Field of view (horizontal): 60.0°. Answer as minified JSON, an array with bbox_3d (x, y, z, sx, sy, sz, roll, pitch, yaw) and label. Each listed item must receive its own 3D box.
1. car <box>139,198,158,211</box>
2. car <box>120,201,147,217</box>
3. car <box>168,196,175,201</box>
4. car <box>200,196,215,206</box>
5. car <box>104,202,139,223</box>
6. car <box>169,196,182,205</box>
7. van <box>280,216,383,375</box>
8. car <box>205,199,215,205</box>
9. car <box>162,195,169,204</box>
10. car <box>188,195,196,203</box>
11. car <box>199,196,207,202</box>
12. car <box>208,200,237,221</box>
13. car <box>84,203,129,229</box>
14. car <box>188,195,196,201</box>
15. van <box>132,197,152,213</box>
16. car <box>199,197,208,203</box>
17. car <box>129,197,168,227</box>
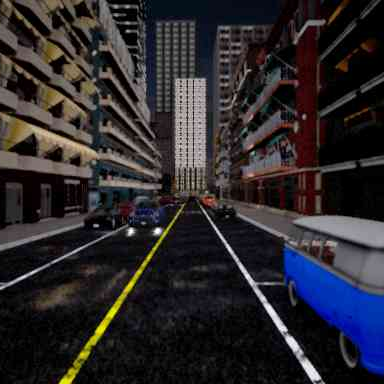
[{"bbox_3d":[-5.691,1.573,44.047,1.967,1.590,4.097,-1,0,0],"label":"car"},{"bbox_3d":[-5.692,1.643,33.000,1.887,1.381,4.507,-1,0,0],"label":"car"},{"bbox_3d":[-5.680,1.883,93.757,1.802,1.307,4.206,-1,0,0],"label":"car"},{"bbox_3d":[3.011,1.531,58.376,2.097,1.767,4.553,0,0,0],"label":"car"},{"bbox_3d":[-5.693,1.626,27.476,1.887,1.381,4.507,-1,0,0],"label":"car"},{"bbox_3d":[-3.001,1.725,65.108,1.812,1.442,4.674,0,0,0],"label":"car"},{"bbox_3d":[2.681,1.357,5.369,1.690,1.788,3.998,-1,0,0],"label":"van"},{"bbox_3d":[2.689,1.649,32.984,2.008,1.369,4.403,-1,0,0],"label":"car"},{"bbox_3d":[-5.687,1.540,71.664,2.192,1.841,5.009,-1,0,0],"label":"car"},{"bbox_3d":[0.013,1.587,72.345,1.837,1.490,4.892,0,0,0],"label":"car"},{"bbox_3d":[2.698,1.788,82.865,1.752,1.417,4.829,-1,0,0],"label":"car"},{"bbox_3d":[2.688,1.632,27.461,2.008,1.369,4.403,-1,0,0],"label":"car"},{"bbox_3d":[-5.694,1.631,21.952,1.947,1.339,4.313,0,0,0],"label":"car"},{"bbox_3d":[0.017,1.578,89.295,1.882,1.535,5.008,0,0,0],"label":"car"},{"bbox_3d":[-5.693,1.457,38.524,1.690,1.788,3.998,-1,0,0],"label":"van"},{"bbox_3d":[2.698,1.794,77.171,2.008,1.369,4.403,-1,0,0],"label":"car"},{"bbox_3d":[-3.095,1.421,23.443,2.097,1.767,4.553,0,0,0],"label":"car"}]
